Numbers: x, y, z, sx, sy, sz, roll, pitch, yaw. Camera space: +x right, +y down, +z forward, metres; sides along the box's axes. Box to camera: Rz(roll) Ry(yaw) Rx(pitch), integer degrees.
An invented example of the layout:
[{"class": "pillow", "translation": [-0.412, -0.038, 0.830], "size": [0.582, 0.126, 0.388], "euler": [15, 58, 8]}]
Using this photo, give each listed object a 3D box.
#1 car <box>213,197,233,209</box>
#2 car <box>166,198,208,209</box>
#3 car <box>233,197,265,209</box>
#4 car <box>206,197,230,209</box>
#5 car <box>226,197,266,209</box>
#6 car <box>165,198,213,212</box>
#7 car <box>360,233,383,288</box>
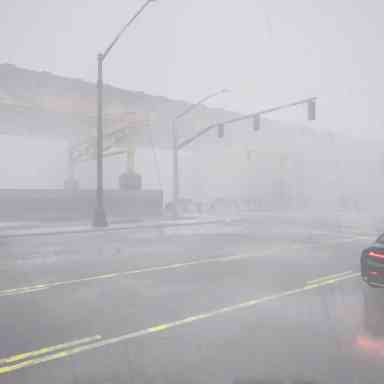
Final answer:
[{"class": "car", "translation": [3.256, 1.453, 40.738], "size": [2.038, 1.542, 4.974], "euler": [0, 0, 18]}, {"class": "car", "translation": [-0.546, 1.295, 38.068], "size": [4.536, 1.218, 1.853], "euler": [0, 0, 8]}, {"class": "car", "translation": [7.123, 1.295, 44.482], "size": [4.536, 1.218, 1.853], "euler": [0, 0, -7]}, {"class": "car", "translation": [3.272, 1.295, 40.787], "size": [1.853, 1.218, 4.536], "euler": [0, 0, 18]}, {"class": "car", "translation": [7.175, 1.452, 44.489], "size": [4.974, 1.542, 2.038], "euler": [0, 0, -7]}, {"class": "car", "translation": [-0.495, 1.453, 38.061], "size": [4.974, 1.542, 2.038], "euler": [0, 0, 8]}, {"class": "car", "translation": [5.958, 1.505, 7.995], "size": [4.892, 1.490, 1.837], "euler": [0, 0, -35]}]
